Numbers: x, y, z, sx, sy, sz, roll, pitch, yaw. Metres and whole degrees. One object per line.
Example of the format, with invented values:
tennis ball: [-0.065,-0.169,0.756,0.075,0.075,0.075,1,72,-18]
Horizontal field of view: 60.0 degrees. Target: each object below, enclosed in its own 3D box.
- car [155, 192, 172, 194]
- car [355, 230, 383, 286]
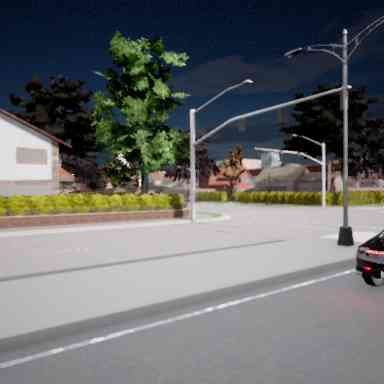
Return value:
car: [-3.776,1.053,49.450,2.150,2.045,5.566,0,0,-36]
car: [5.857,1.430,7.949,4.902,1.511,2.128,0,0,-35]
